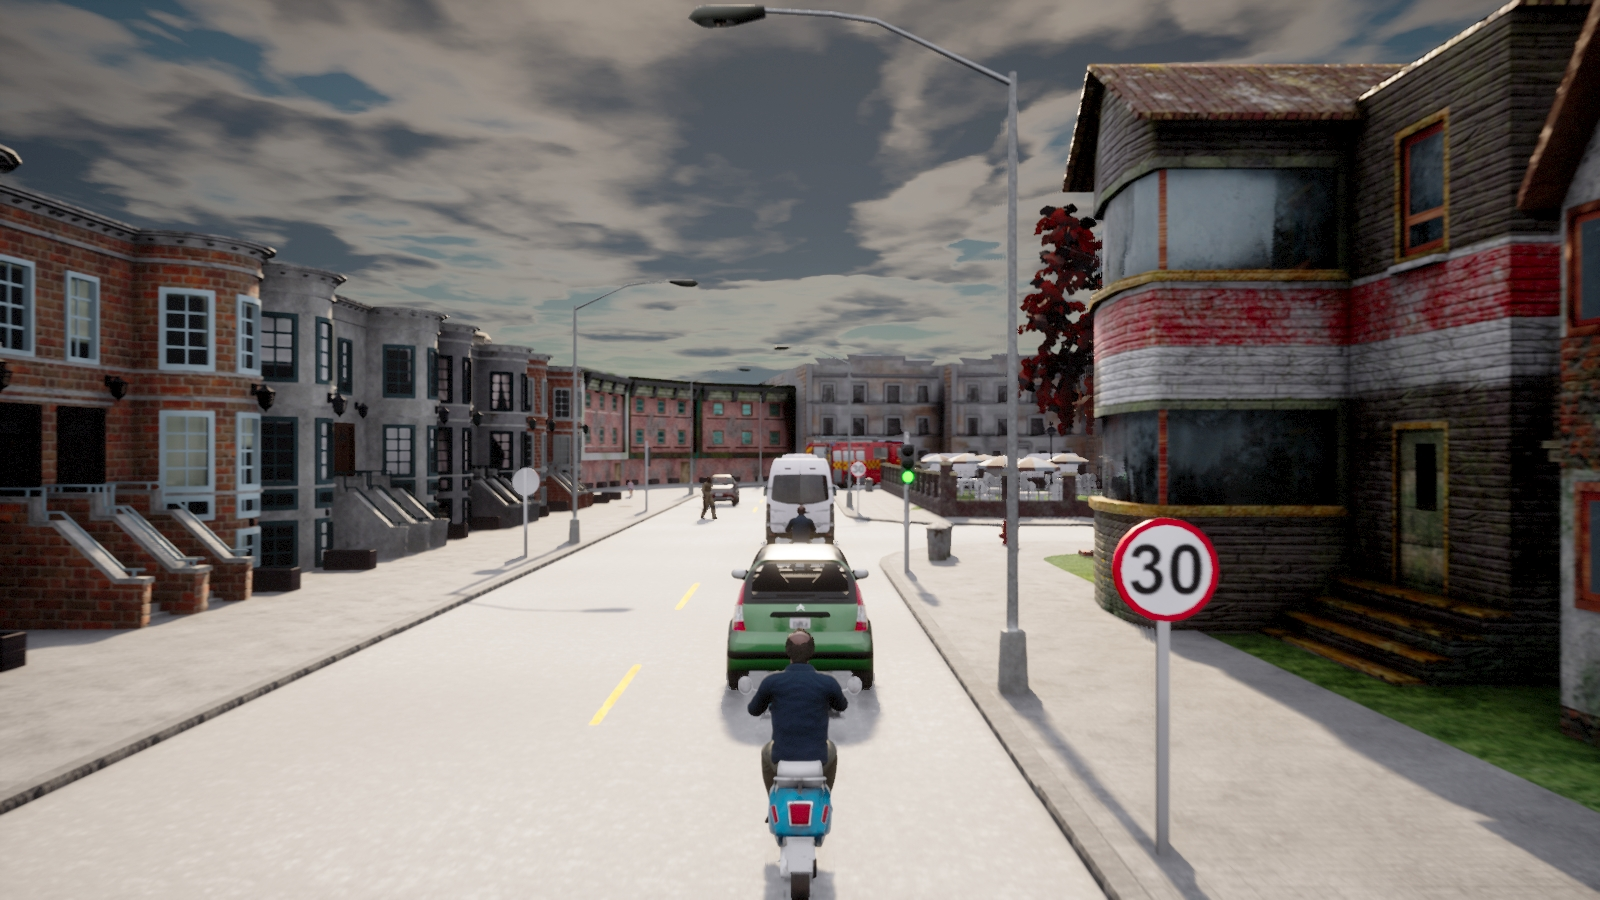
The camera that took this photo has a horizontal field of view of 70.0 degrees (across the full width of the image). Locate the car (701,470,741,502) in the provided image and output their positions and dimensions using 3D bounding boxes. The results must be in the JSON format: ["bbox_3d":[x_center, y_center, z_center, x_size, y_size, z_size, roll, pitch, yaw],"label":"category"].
[{"bbox_3d":[-4.013,1.813,58.481,1.789,1.549,3.705,0,0,0],"label":"car"}]

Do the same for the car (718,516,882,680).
[{"bbox_3d":[-0.002,1.781,14.847,1.851,1.617,3.988,0,0,0],"label":"car"}]

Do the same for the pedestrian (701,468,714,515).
[{"bbox_3d":[-3.674,1.634,45.532,0.375,1.860,0.375,0,0,-43],"label":"pedestrian"}]

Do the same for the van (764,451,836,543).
[{"bbox_3d":[-0.005,1.317,34.705,1.988,2.561,5.915,0,0,0],"label":"van"}]

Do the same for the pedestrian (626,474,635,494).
[{"bbox_3d":[-9.503,1.913,64.192,0.500,1.100,0.500,0,0,-9],"label":"pedestrian"}]
